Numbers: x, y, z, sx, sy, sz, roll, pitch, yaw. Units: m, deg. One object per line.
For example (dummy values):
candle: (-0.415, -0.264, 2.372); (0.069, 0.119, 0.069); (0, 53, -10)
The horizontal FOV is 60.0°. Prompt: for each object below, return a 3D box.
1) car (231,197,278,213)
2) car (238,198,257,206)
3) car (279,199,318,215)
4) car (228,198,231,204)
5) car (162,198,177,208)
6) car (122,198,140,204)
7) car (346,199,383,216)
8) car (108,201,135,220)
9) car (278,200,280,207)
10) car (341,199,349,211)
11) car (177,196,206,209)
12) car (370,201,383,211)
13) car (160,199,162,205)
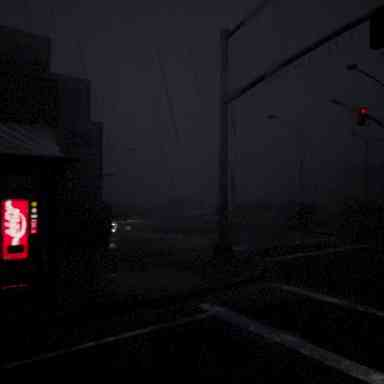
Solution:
car: (7.651, 1.669, 40.628); (5.027, 1.636, 2.152); (1, 0, -36)
car: (11.129, 2.032, 66.889); (3.633, 1.501, 1.845); (1, 0, -36)
car: (11.654, 1.752, 35.601); (3.806, 1.475, 1.970); (1, 0, -36)
car: (10.459, 2.126, 80.987); (5.027, 1.636, 2.152); (1, 0, -36)
car: (-1.835, 1.608, 53.144); (4.605, 1.855, 1.932); (1, 0, -36)
car: (-12.559, 1.884, 68.322); (3.633, 1.501, 1.845); (1, 0, -36)
car: (19.516, 1.894, 36.734); (4.514, 1.523, 2.007); (1, 0, -36)
car: (-7.466, 1.832, 31.246); (1.812, 1.442, 4.674); (1, 0, -36)
car: (16.920, 2.011, 58.745); (4.514, 1.523, 2.007); (1, 0, -36)
car: (23.605, 1.803, 48.210); (4.605, 1.855, 1.932); (1, 0, -36)
car: (0.194, 1.592, 51.024); (3.866, 1.878, 1.905); (1, 0, -36)
car: (30.470, 2.159, 53.182); (3.806, 1.475, 1.970); (1, 0, -36)
car: (-4.793, 1.976, 70.226); (3.806, 1.475, 1.970); (1, 0, -36)
